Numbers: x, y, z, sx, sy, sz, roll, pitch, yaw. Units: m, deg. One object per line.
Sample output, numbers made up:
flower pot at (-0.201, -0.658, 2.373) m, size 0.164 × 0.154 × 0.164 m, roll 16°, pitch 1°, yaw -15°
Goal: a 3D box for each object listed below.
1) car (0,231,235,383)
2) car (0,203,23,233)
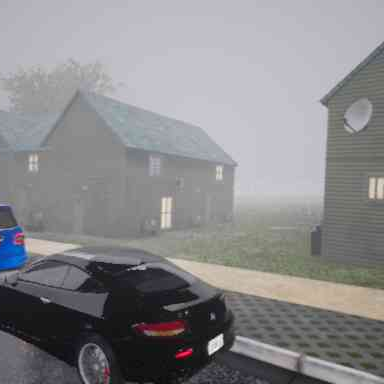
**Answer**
car at (-1.598, 1.561, 5.131) m, size 4.674 × 1.442 × 1.812 m, roll 0°, pitch -1°, yaw 36°
car at (-6.545, 1.270, 8.646) m, size 5.566 × 2.045 × 2.150 m, roll 0°, pitch -1°, yaw 35°
